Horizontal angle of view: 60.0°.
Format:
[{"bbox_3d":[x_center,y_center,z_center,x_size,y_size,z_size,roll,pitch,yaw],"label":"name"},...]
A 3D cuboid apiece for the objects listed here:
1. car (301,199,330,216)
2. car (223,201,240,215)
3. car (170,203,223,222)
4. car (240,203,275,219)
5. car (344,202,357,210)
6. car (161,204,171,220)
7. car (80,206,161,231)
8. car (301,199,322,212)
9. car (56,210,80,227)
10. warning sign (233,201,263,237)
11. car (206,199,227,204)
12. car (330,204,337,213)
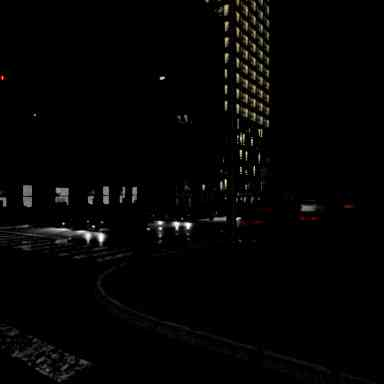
[{"bbox_3d":[16.088,2.066,44.001,2.150,2.045,5.566,0,-1,35],"label":"car"},{"bbox_3d":[6.034,2.180,40.593,2.128,1.511,4.902,0,-1,33],"label":"car"},{"bbox_3d":[0.553,2.055,32.061,2.033,1.411,5.357,0,-1,33],"label":"car"},{"bbox_3d":[7.431,1.996,36.396,2.097,1.767,4.553,0,-1,33],"label":"car"},{"bbox_3d":[31.360,2.789,65.776,1.882,1.535,5.008,0,-1,33],"label":"car"},{"bbox_3d":[-2.358,2.002,33.539,1.837,1.490,4.892,0,-1,33],"label":"car"},{"bbox_3d":[-4.883,1.874,23.582,2.033,1.411,5.357,0,-1,33],"label":"car"},{"bbox_3d":[20.275,2.289,56.428,2.150,2.045,5.566,0,-1,33],"label":"car"},{"bbox_3d":[-7.540,1.873,25.460,2.033,1.411,5.357,0,-1,33],"label":"car"},{"bbox_3d":[3.124,1.454,18.531,1.300,1.860,1.060,1,1,33],"label":"warning sign"},{"bbox_3d":[3.176,1.902,42.160,2.150,2.045,5.566,0,-1,32],"label":"car"},{"bbox_3d":[21.811,2.596,52.990,1.994,1.385,4.181,0,-1,33],"label":"car"}]
